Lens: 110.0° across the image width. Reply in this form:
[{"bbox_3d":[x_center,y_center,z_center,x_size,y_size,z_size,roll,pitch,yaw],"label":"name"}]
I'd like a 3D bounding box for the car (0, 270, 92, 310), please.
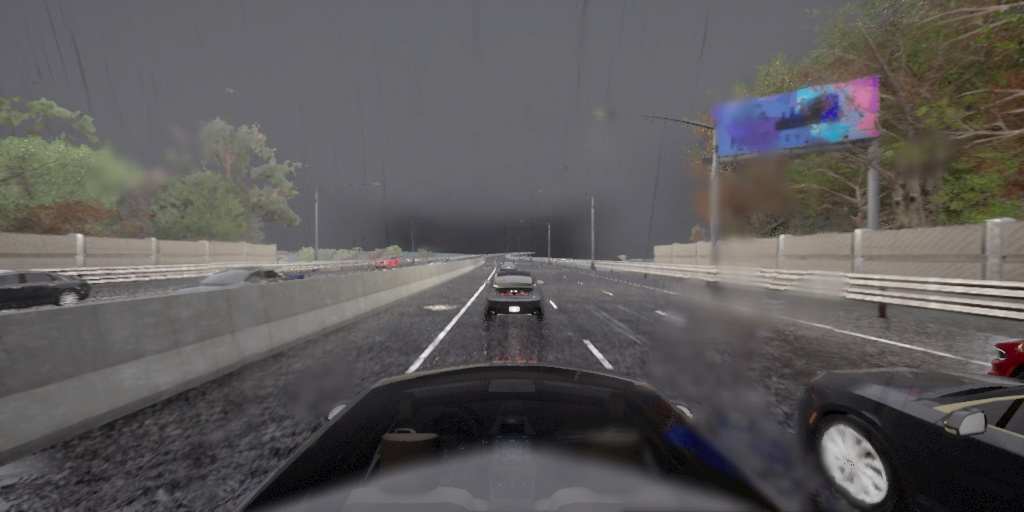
[{"bbox_3d":[-17.641,1.258,12.173,1.837,1.490,4.892,0,0,0],"label":"car"}]

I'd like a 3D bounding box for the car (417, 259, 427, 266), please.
[{"bbox_3d":[-15.080,1.276,61.978,1.994,1.385,4.181,0,0,-1],"label":"car"}]

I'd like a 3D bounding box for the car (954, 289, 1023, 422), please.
[{"bbox_3d":[7.092,1.226,2.487,1.882,1.535,5.008,0,0,0],"label":"car"}]

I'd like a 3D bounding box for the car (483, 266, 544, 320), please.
[{"bbox_3d":[0.056,1.254,12.557,1.837,1.490,4.892,0,0,0],"label":"car"}]

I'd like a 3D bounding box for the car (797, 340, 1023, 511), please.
[{"bbox_3d":[3.593,1.254,1.362,1.837,1.490,4.892,0,0,0],"label":"car"}]

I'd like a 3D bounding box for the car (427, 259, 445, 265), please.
[{"bbox_3d":[-11.395,1.320,55.577,1.895,1.301,4.718,0,0,-1],"label":"car"}]

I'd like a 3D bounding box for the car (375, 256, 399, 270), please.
[{"bbox_3d":[-18.326,0.945,52.915,2.150,2.045,5.566,0,0,-1],"label":"car"}]

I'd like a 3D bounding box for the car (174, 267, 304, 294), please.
[{"bbox_3d":[-10.655,1.256,14.140,1.837,1.490,4.892,0,0,0],"label":"car"}]

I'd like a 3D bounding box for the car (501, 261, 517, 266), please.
[{"bbox_3d":[-0.404,1.293,43.248,1.994,1.385,4.181,0,0,-1],"label":"car"}]
